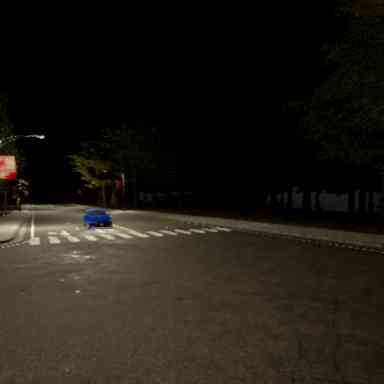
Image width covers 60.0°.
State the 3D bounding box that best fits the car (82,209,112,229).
[{"bbox_3d":[-8.095,2.249,28.124,1.882,1.535,5.008,-1,0,-26],"label":"car"}]
